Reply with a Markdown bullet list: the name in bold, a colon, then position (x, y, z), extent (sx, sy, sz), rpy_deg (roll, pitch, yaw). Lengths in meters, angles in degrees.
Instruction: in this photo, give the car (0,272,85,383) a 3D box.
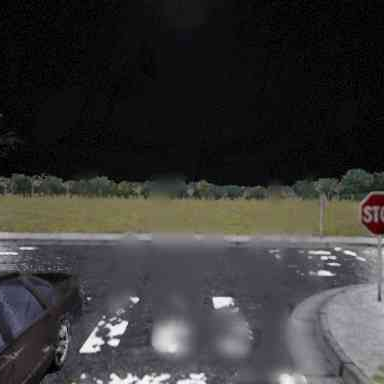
- **car**: position (-2.501, 1.572, 2.942), extent (2.033, 1.411, 5.357), rpy_deg (0, 0, -2)
